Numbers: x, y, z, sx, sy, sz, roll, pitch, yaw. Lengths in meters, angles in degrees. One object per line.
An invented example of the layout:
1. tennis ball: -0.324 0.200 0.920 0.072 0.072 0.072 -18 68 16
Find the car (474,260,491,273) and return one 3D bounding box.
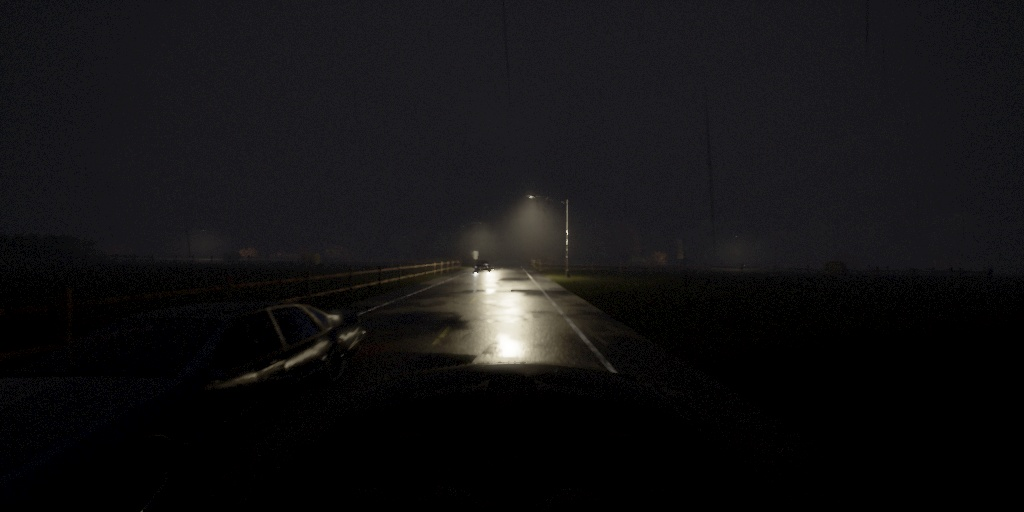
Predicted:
1. car: -3.580 1.261 44.563 1.837 1.490 4.892 0 0 0

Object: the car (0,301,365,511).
1. car: -3.599 1.297 4.250 2.033 1.411 5.357 0 0 0
